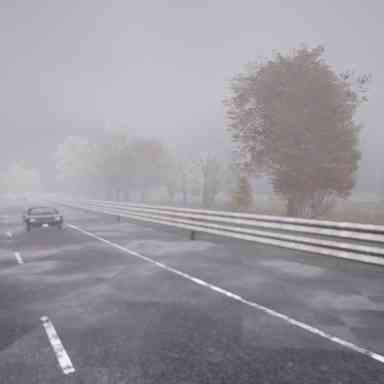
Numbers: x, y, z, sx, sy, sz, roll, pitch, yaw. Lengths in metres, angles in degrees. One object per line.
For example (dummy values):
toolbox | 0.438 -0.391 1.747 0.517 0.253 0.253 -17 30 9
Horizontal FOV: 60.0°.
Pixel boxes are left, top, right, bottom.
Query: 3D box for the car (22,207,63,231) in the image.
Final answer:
car | -9.109 1.521 20.004 1.895 1.301 4.718 -1 1 -30

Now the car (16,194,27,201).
car | -39.976 1.361 77.782 1.994 1.385 4.181 -1 0 -26

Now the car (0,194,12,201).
car | -42.938 1.214 75.865 2.097 1.767 4.553 -1 0 -26
